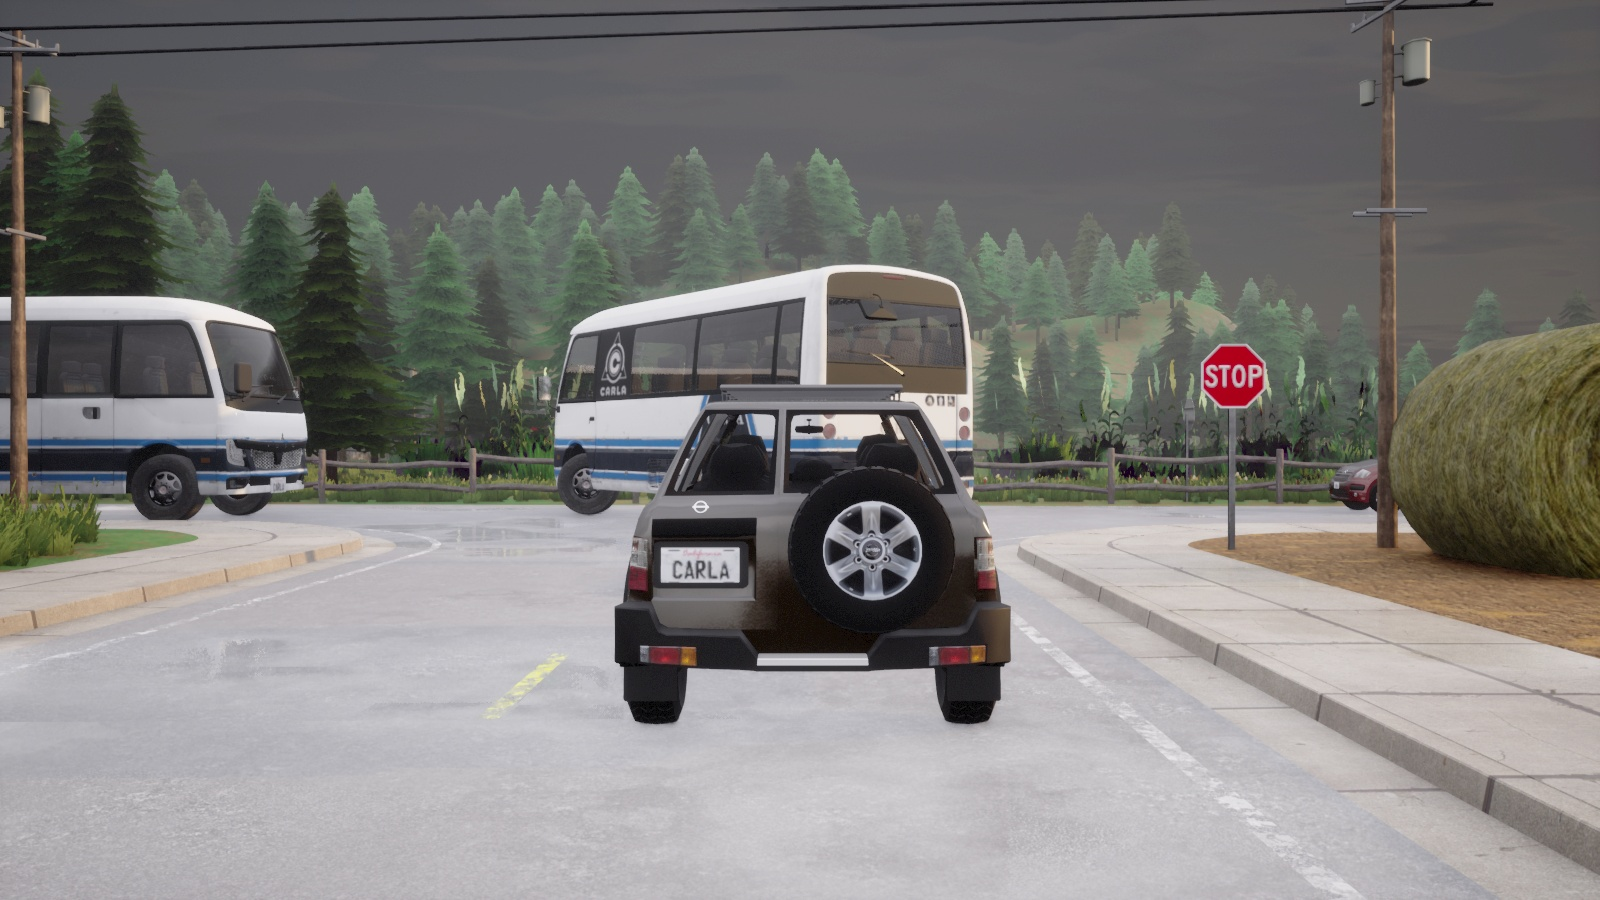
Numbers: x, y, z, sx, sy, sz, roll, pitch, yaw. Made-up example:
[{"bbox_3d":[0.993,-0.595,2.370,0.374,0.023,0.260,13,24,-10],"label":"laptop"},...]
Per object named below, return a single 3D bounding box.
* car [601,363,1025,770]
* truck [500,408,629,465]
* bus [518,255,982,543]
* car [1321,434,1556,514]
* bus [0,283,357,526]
[{"bbox_3d":[0.061,0.518,8.032,1.932,1.855,4.605,0,0,0],"label":"car"},{"bbox_3d":[-15.921,-0.914,85.393,8.468,3.827,2.891,0,0,-7],"label":"truck"},{"bbox_3d":[-1.526,-0.787,23.864,3.944,4.253,10.273,0,0,-34],"label":"bus"},{"bbox_3d":[13.263,0.472,26.275,3.988,1.617,1.851,0,0,3],"label":"car"},{"bbox_3d":[-14.398,-0.813,24.261,10.273,4.253,3.944,0,0,3],"label":"bus"}]
